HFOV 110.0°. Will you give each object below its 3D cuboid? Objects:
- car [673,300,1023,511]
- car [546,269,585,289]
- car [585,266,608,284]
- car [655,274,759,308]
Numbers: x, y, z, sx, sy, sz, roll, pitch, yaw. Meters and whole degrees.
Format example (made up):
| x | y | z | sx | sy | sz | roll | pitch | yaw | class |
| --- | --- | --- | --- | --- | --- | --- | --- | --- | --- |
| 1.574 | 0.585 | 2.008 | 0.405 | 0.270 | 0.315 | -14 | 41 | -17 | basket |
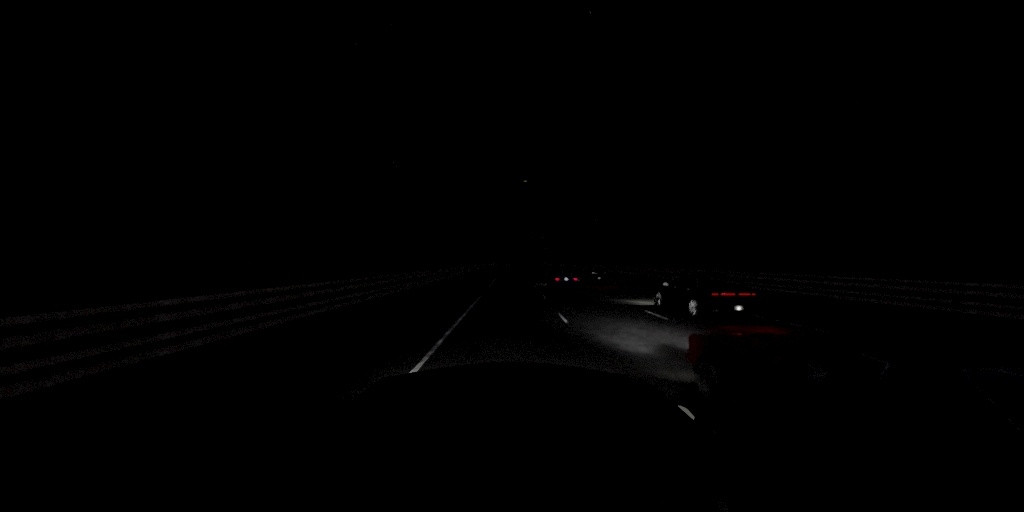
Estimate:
| x | y | z | sx | sy | sz | roll | pitch | yaw | class |
| --- | --- | --- | --- | --- | --- | --- | --- | --- | --- |
| 3.590 | 1.374 | 3.426 | 1.895 | 1.301 | 4.718 | 0 | -1 | 0 | car |
| 3.606 | 1.624 | 26.244 | 2.033 | 1.411 | 5.357 | 0 | -1 | 0 | car |
| 7.107 | 1.640 | 31.630 | 2.128 | 1.511 | 4.902 | 0 | -1 | 0 | car |
| 7.102 | 1.413 | 13.650 | 1.837 | 1.490 | 4.892 | 0 | -1 | 0 | car |
